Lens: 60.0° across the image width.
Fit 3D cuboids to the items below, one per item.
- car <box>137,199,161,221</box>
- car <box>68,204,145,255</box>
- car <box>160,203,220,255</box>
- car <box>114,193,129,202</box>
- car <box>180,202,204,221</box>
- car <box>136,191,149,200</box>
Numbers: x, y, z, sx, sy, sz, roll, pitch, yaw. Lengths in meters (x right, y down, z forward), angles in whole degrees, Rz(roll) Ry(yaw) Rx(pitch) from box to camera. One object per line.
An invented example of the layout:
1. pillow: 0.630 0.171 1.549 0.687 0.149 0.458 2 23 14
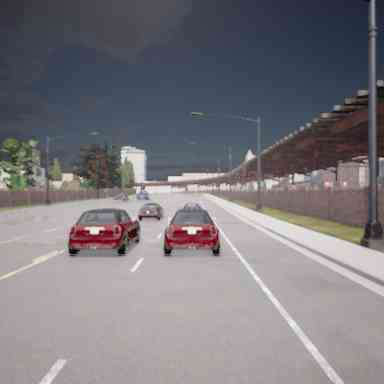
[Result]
1. car: -3.508 1.660 28.977 2.033 1.411 5.357 0 0 0
2. car: -3.501 1.470 14.079 2.097 1.767 4.553 0 0 0
3. car: -0.001 1.470 14.081 2.097 1.767 4.553 0 0 0
4. car: -14.023 1.020 66.424 2.097 1.767 4.553 0 1 0
5. car: -0.003 1.675 29.273 1.994 1.385 4.181 0 0 0
6. car: -10.522 0.819 71.676 2.150 2.045 5.566 0 1 0
